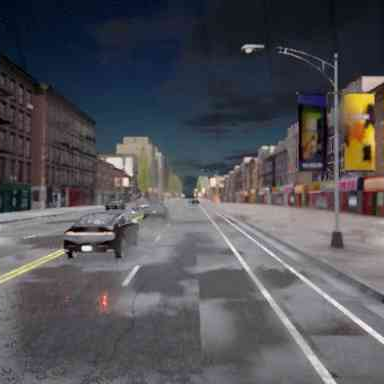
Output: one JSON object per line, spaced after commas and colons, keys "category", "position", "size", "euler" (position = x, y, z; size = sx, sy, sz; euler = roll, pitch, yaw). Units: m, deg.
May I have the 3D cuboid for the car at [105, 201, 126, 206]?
{"category": "car", "position": [-9.845, 1.843, 43.015], "size": [1.895, 1.301, 4.718], "euler": [0, -1, 0]}

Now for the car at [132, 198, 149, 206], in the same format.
{"category": "car", "position": [-6.592, 1.606, 43.975], "size": [2.097, 1.767, 4.553], "euler": [0, -1, 0]}

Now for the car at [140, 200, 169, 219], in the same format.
{"category": "car", "position": [-3.157, 1.654, 29.912], "size": [1.994, 1.385, 4.181], "euler": [0, -1, 0]}

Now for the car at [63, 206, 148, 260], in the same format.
{"category": "car", "position": [-3.154, 1.482, 12.404], "size": [2.128, 1.511, 4.902], "euler": [0, 0, 0]}

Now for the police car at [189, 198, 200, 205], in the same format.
{"category": "police car", "position": [0.958, 2.453, 87.043], "size": [1.930, 1.638, 5.238], "euler": [0, -1, 0]}
